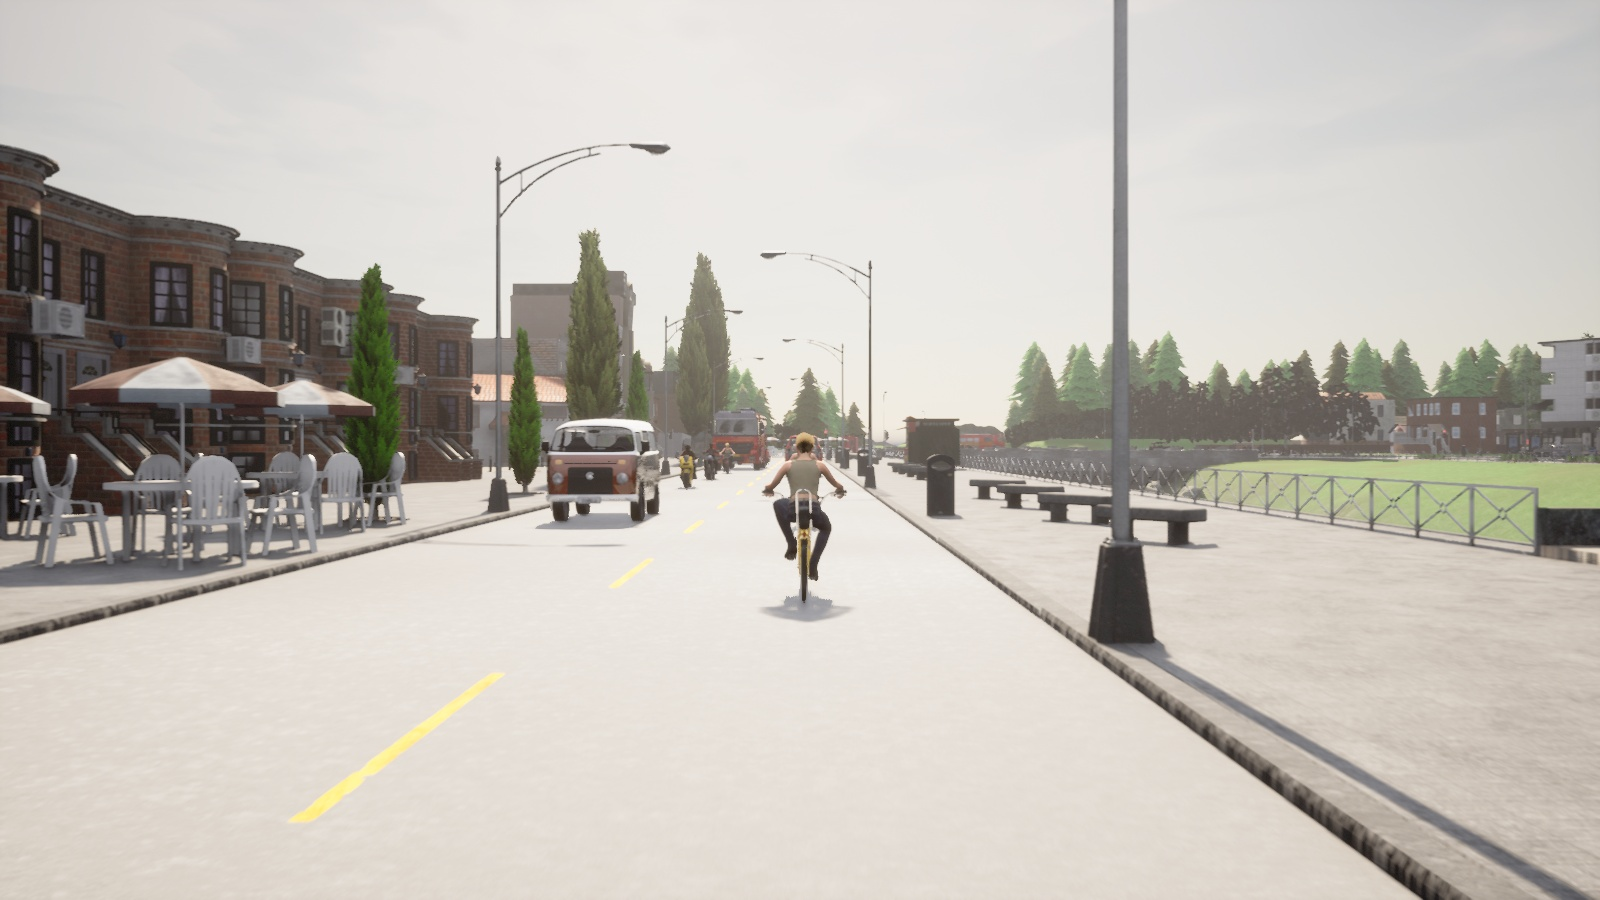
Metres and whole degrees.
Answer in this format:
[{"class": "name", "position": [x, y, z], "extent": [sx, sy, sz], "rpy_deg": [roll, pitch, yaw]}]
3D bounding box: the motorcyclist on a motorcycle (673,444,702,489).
[{"class": "motorcyclist on a motorcycle", "position": [-3.865, 0.558, 43.188], "extent": [0.797, 1.523, 2.044], "rpy_deg": [0, 0, 0]}]

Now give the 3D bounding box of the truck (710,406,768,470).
[{"class": "truck", "position": [-3.719, -0.725, 78.516], "extent": [2.891, 3.827, 8.468], "rpy_deg": [0, 0, 2]}]

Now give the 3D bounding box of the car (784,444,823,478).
[{"class": "car", "position": [0.184, 0.494, 59.695], "extent": [1.789, 1.549, 3.705], "rpy_deg": [0, 0, 0]}]

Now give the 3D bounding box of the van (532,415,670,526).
[{"class": "van", "position": [-3.911, 0.368, 25.444], "extent": [2.069, 2.038, 4.480], "rpy_deg": [0, 0, 0]}]

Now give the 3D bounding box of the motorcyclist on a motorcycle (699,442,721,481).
[{"class": "motorcyclist on a motorcycle", "position": [-3.832, 0.485, 53.843], "extent": [0.766, 1.649, 2.350], "rpy_deg": [0, 0, 0]}]

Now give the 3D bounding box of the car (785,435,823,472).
[{"class": "car", "position": [0.224, 0.181, 73.310], "extent": [2.150, 2.045, 5.566], "rpy_deg": [0, 0, 0]}]

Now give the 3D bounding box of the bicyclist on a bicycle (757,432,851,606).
[{"class": "bicyclist on a bicycle", "position": [0.044, 0.635, 12.394], "extent": [0.866, 1.612, 1.509], "rpy_deg": [0, 0, 1]}]
